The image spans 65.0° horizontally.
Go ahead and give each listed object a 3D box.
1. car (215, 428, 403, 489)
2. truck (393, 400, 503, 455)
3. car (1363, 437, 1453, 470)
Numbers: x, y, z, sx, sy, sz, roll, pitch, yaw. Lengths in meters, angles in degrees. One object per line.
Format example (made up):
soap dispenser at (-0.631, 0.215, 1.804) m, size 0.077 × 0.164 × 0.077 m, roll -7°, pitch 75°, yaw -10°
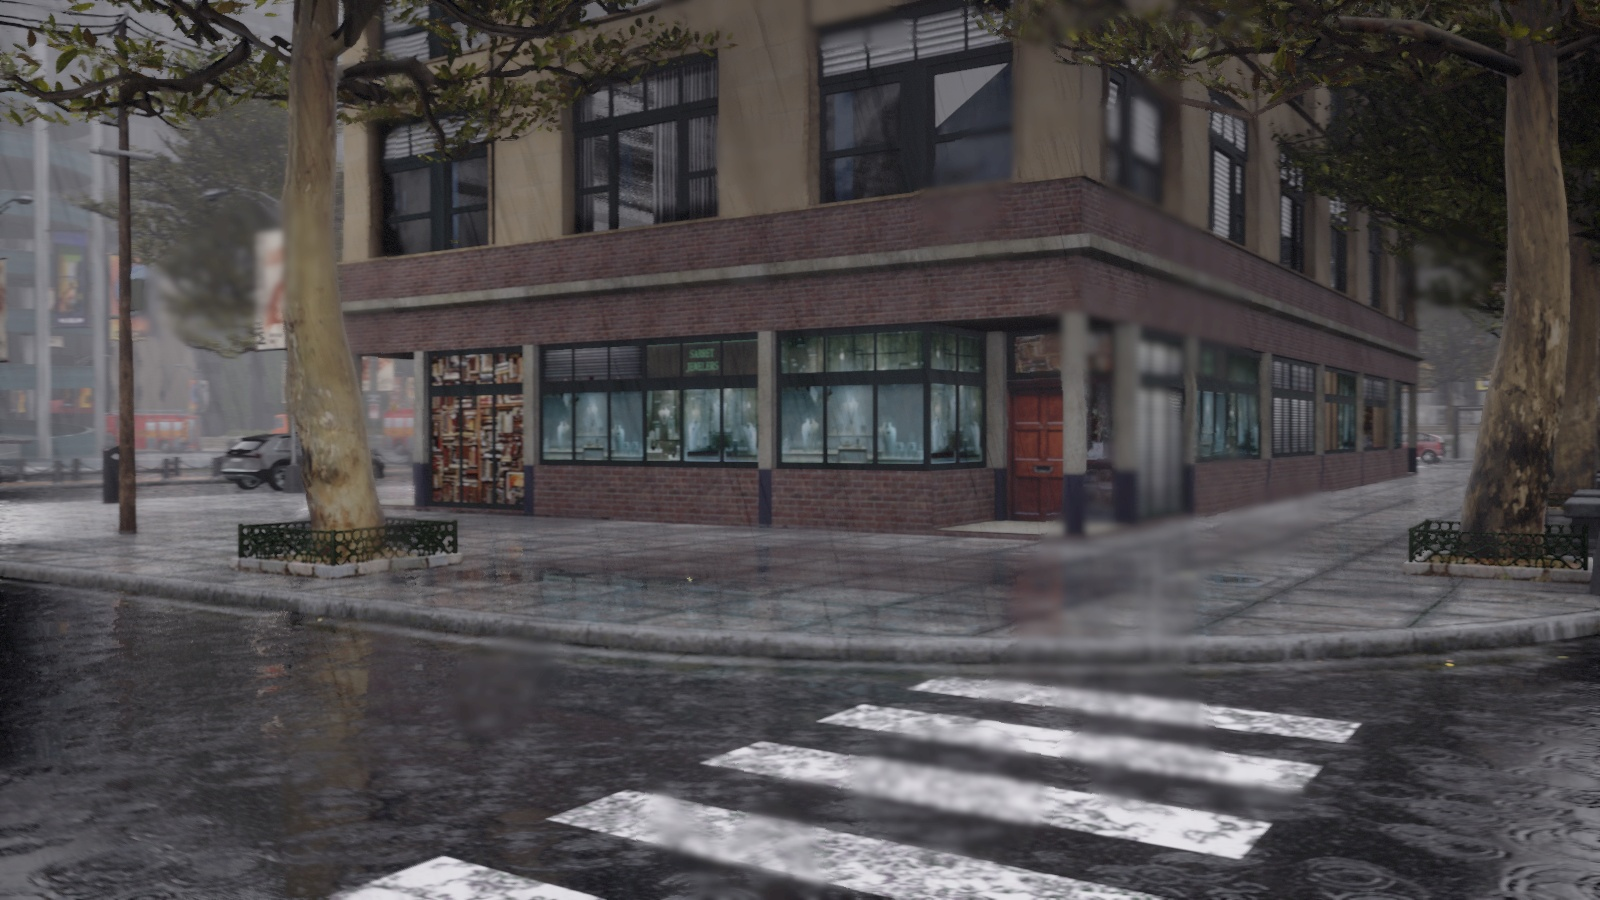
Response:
car at (-14.399, 0.204, 37.105) m, size 2.033 × 1.649 × 4.856 m, roll 1°, pitch 1°, yaw 34°
truck at (-25.493, -1.647, 90.715) m, size 8.468 × 3.827 × 2.891 m, roll 1°, pitch 1°, yaw 34°
car at (29.732, 0.131, 61.452) m, size 3.705 × 1.549 × 1.789 m, roll 1°, pitch 1°, yaw 34°
